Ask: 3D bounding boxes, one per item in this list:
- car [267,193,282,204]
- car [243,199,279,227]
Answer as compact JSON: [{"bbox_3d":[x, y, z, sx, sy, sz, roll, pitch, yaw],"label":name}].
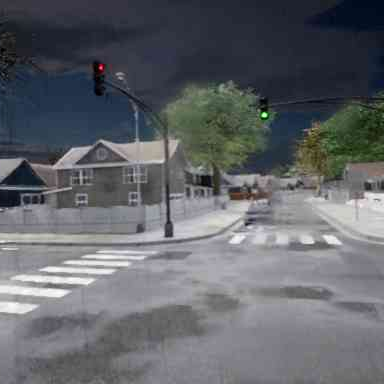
[{"bbox_3d":[12.883,0.978,51.815,2.097,1.767,4.553,-2,-1,17],"label":"car"},{"bbox_3d":[4.544,1.460,22.165,2.033,1.411,5.357,-2,0,14],"label":"car"}]
